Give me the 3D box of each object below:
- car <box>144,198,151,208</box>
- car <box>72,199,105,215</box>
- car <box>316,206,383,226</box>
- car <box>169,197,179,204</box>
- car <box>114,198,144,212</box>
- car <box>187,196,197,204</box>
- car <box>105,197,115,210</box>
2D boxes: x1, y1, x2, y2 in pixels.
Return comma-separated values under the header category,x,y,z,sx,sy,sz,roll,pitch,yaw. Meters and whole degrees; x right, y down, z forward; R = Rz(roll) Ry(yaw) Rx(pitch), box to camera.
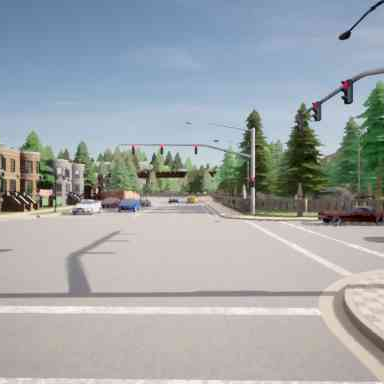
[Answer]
category,x,y,z,sx,sy,sz,roll,pitch,yaw
car,-7.163,1.563,48.461,1.994,1.385,4.181,0,0,0
car,-10.664,1.525,34.023,1.812,1.442,4.674,0,0,0
car,11.142,1.601,22.901,4.718,1.301,1.895,0,0,2
car,-3.531,1.600,65.200,1.895,1.301,4.718,0,0,0
car,-7.172,1.477,38.363,1.882,1.535,5.008,0,0,0
car,-0.031,1.477,64.917,1.882,1.535,5.008,0,0,0
car,-10.674,1.477,43.757,1.882,1.535,5.008,0,0,0
